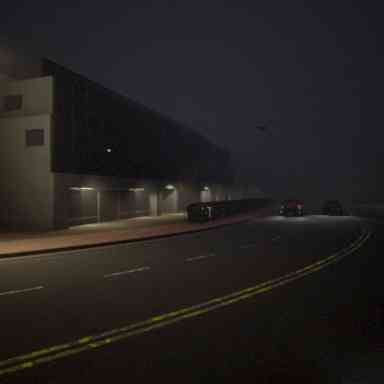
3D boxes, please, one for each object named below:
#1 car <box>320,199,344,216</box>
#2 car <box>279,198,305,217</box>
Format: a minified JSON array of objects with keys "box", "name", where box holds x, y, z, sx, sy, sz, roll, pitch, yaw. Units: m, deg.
[{"box":[14.077,1.504,33.462,1.837,1.490,4.892,0,0,22],"name":"car"},{"box":[9.600,1.351,31.728,2.097,1.767,4.553,0,0,22],"name":"car"}]
